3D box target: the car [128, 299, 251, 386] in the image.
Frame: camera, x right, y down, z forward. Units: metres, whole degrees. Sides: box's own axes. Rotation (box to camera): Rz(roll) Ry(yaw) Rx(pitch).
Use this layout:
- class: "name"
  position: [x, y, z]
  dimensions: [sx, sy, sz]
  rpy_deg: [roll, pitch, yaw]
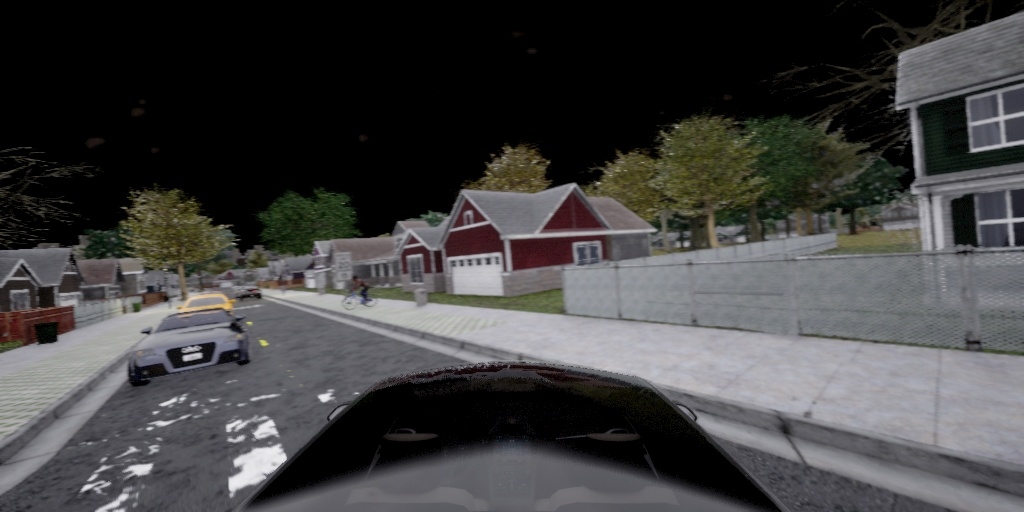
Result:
- class: "car"
  position: [-7.994, 2.073, 9.153]
  dimensions: [1.994, 1.385, 4.181]
  rpy_deg: [-5, 0, -38]

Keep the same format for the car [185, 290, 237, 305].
- class: "car"
  position: [-14.742, 2.635, 17.397]
  dimensions: [1.882, 1.535, 5.008]
  rpy_deg: [-5, 0, -39]

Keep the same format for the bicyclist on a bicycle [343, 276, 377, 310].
- class: "bicyclist on a bicycle"
  position: [-7.536, 1.792, 17.712]
  dimensions: [1.656, 1.620, 0.582]
  rpy_deg: [-5, 0, -39]

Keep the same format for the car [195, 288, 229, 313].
- class: "car"
  position: [-24.349, 3.554, 29.190]
  dimensions: [1.882, 1.535, 5.008]
  rpy_deg: [-5, 0, -39]

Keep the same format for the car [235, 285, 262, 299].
- class: "car"
  position: [-27.986, 3.940, 38.252]
  dimensions: [1.837, 1.490, 4.892]
  rpy_deg: [-5, 0, -39]
